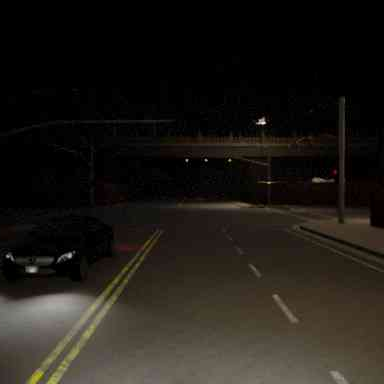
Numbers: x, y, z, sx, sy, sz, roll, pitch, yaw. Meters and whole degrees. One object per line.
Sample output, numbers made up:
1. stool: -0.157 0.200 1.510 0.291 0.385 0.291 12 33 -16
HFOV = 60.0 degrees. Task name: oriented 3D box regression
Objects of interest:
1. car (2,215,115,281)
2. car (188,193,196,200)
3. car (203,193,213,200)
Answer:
1. car: -3.547 1.455 9.767 1.812 1.442 4.674 0 0 1
2. car: -0.003 0.930 72.941 2.128 1.511 4.902 0 0 0
3. car: 3.497 0.929 72.941 2.128 1.511 4.902 0 0 0
